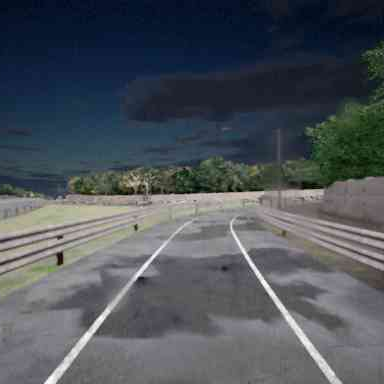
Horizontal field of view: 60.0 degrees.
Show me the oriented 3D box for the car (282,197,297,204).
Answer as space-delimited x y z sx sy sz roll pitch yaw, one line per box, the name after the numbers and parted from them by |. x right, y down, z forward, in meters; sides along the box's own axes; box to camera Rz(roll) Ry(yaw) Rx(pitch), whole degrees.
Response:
20.158 1.741 68.697 1.895 1.301 4.718 -1 0 41 | car

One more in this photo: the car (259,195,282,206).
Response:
13.901 1.503 60.180 2.150 2.045 5.566 -1 0 34 | car
